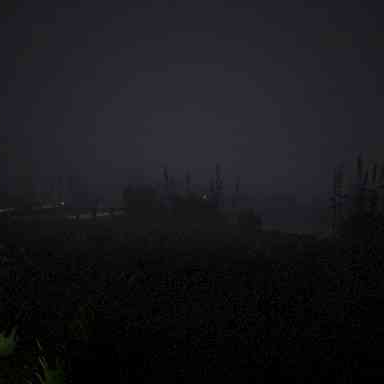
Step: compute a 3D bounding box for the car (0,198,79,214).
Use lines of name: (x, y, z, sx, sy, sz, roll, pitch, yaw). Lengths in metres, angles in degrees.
car: (-11.081, 1.461, 24.100, 1.895, 1.301, 4.718, 0, 2, 40)

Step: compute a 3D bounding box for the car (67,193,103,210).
car: (-10.527, 0.961, 30.377, 2.097, 1.767, 4.553, 0, 3, 40)
